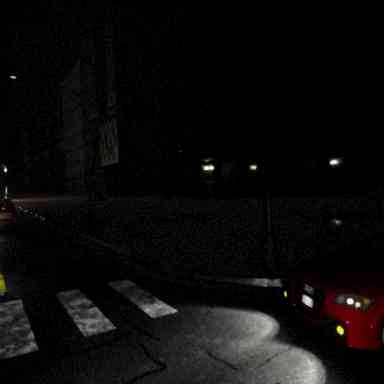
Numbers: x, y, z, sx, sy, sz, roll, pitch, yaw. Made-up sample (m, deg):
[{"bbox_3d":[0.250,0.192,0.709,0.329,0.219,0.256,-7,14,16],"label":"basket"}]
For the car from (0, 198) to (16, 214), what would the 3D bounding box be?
[{"bbox_3d":[-17.934,1.320,31.518,1.882,1.535,5.008,-3,2,-32],"label":"car"}]

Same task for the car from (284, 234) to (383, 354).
[{"bbox_3d":[3.622,1.312,5.202,4.181,1.385,1.994,-2,1,-11],"label":"car"}]
